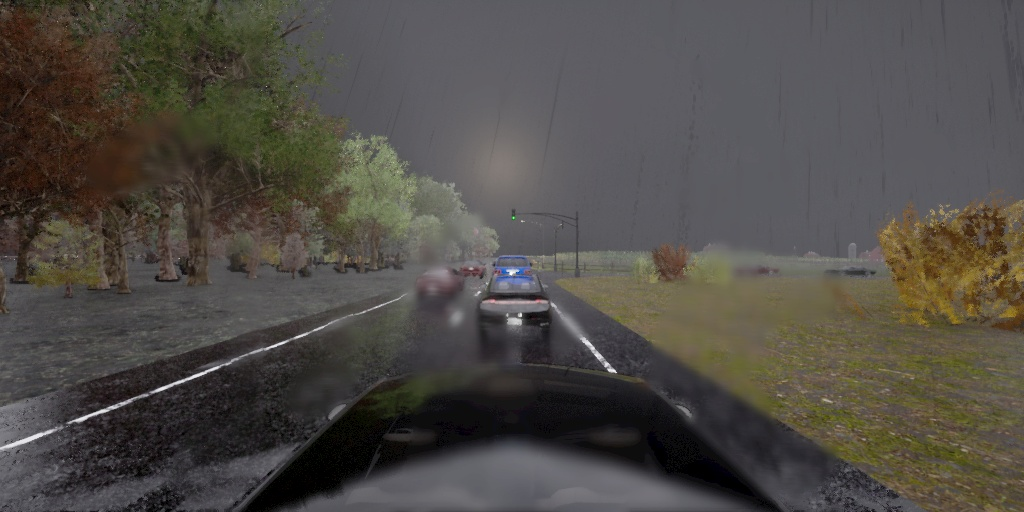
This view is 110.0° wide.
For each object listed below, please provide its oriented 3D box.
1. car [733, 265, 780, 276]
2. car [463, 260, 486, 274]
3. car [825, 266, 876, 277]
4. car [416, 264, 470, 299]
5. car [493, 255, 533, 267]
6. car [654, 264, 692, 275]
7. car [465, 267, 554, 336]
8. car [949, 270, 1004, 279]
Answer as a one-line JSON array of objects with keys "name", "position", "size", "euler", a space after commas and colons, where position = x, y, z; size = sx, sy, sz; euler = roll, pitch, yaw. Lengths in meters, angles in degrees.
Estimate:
[{"name": "car", "position": [29.443, 1.733, 43.313], "size": [4.718, 1.301, 1.895], "euler": [1, -1, 0]}, {"name": "car", "position": [-3.512, 1.109, 32.866], "size": [2.097, 1.767, 4.553], "euler": [0, 0, 0]}, {"name": "car", "position": [40.768, 1.857, 43.294], "size": [4.718, 1.301, 1.895], "euler": [1, -1, 0]}, {"name": "car", "position": [-3.456, 1.281, 17.951], "size": [1.812, 1.442, 4.674], "euler": [0, 0, 0]}, {"name": "car", "position": [0.036, 0.979, 21.042], "size": [2.150, 2.045, 5.566], "euler": [0, 0, 0]}, {"name": "car", "position": [19.235, 1.526, 43.325], "size": [4.892, 1.490, 1.837], "euler": [1, -1, 0]}, {"name": "car", "position": [0.072, 1.245, 10.358], "size": [2.128, 1.511, 4.902], "euler": [0, 0, 0]}, {"name": "car", "position": [51.210, 1.835, 39.663], "size": [4.674, 1.442, 1.812], "euler": [1, -1, 1]}]
